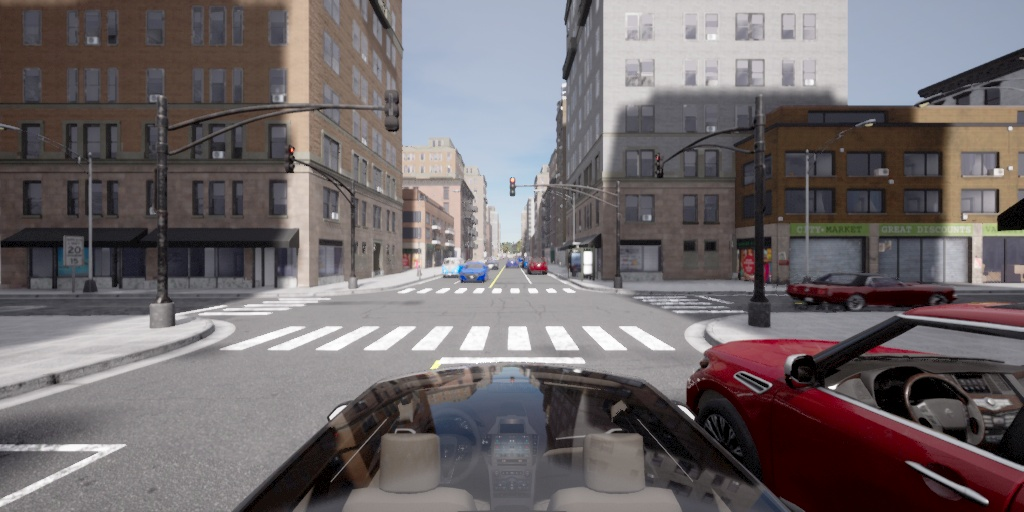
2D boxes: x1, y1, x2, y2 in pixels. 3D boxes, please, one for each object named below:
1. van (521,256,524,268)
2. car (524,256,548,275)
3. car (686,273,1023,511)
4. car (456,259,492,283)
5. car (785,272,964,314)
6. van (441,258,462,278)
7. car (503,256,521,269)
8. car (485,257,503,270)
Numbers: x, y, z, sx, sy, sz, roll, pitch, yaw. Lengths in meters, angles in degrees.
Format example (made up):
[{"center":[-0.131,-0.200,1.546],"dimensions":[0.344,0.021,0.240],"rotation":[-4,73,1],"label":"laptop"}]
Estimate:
[{"center":[2.689,1.066,54.880],"dimensions":[1.690,1.789,3.998],"rotation":[0,0,0],"label":"van"},{"center":[2.704,1.048,38.661],"dimensions":[2.192,1.841,5.009],"rotation":[0,0,0],"label":"car"},{"center":[2.637,1.065,1.290],"dimensions":[2.192,1.841,5.009],"rotation":[0,0,0],"label":"car"},{"center":[-2.852,1.216,27.890],"dimensions":[1.882,1.535,5.008],"rotation":[0,0,0],"label":"car"},{"center":[13.026,1.285,13.109],"dimensions":[4.718,1.301,1.895],"rotation":[0,0,-1],"label":"car"},{"center":[-5.408,1.077,33.253],"dimensions":[1.690,1.789,3.998],"rotation":[0,0,0],"label":"van"},{"center":[0.048,1.075,57.998],"dimensions":[2.097,1.767,4.553],"rotation":[0,0,1],"label":"car"},{"center":[-2.835,1.219,50.537],"dimensions":[2.128,1.511,4.902],"rotation":[0,0,0],"label":"car"}]
